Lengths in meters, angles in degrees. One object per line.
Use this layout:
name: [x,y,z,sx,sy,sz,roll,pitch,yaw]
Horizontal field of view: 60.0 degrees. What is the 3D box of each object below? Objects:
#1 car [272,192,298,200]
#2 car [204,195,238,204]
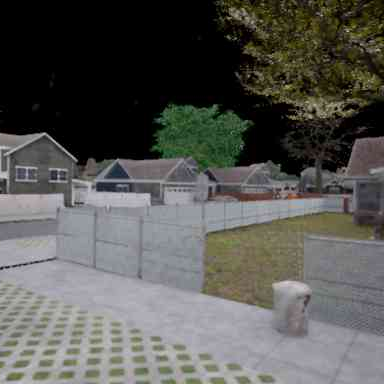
car: [13.302,0.625,47.443,4.553,1.767,2.097,0,1,-44]
car: [3.135,1.125,35.537,2.128,1.511,4.902,2,1,37]
